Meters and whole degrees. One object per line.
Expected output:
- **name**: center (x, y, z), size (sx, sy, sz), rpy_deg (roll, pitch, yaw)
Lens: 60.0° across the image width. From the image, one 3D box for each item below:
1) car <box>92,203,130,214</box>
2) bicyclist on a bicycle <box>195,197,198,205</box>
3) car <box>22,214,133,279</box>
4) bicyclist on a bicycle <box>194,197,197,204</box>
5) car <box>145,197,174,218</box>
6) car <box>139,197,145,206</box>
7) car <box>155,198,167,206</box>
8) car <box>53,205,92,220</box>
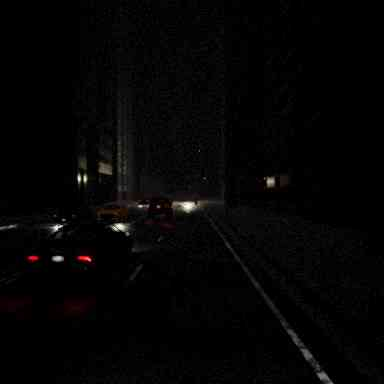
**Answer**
- **car**: center (-6.602, 1.731, 28.345), size (1.882, 1.535, 5.008), rpy_deg (0, -1, 0)
- **bicyclist on a bicycle**: center (0.884, 2.001, 69.811), size (0.582, 1.620, 1.656), rpy_deg (0, -1, 0)
- **car**: center (-3.153, 1.646, 10.340), size (2.033, 1.411, 5.357), rpy_deg (0, 0, 0)
- **bicyclist on a bicycle**: center (0.884, 1.967, 78.806), size (0.659, 1.776, 1.843), rpy_deg (0, 0, 0)
- **car**: center (-3.153, 1.520, 34.123), size (2.150, 2.045, 5.566), rpy_deg (0, 0, 0)
- **car**: center (-9.758, 1.896, 69.425), size (2.097, 1.767, 4.553), rpy_deg (0, 0, 0)
- **car**: center (-6.508, 2.068, 69.811), size (2.128, 1.511, 4.902), rpy_deg (0, 0, 0)
- **car**: center (-9.854, 1.799, 28.209), size (2.033, 1.411, 5.357), rpy_deg (0, 0, 0)
